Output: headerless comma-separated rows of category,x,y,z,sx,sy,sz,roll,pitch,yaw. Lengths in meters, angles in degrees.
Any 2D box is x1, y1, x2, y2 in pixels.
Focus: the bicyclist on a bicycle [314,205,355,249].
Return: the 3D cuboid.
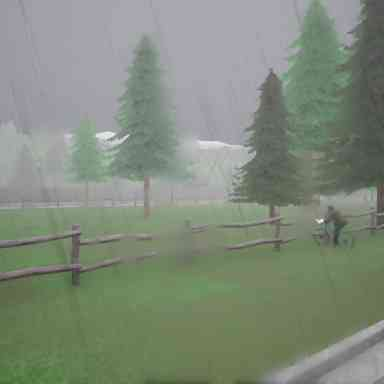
bicyclist on a bicycle,5.418,1.347,12.707,0.582,1.620,1.656,0,3,-37
